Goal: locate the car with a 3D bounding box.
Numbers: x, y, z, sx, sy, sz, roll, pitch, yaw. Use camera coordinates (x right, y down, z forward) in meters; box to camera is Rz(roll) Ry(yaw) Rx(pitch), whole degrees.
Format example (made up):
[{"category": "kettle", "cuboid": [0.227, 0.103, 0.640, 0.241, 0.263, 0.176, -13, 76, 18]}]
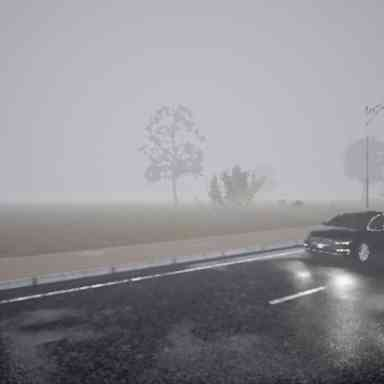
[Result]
[{"category": "car", "cuboid": [6.050, 1.470, 11.991, 4.892, 1.490, 1.837, 0, 0, -36]}]
